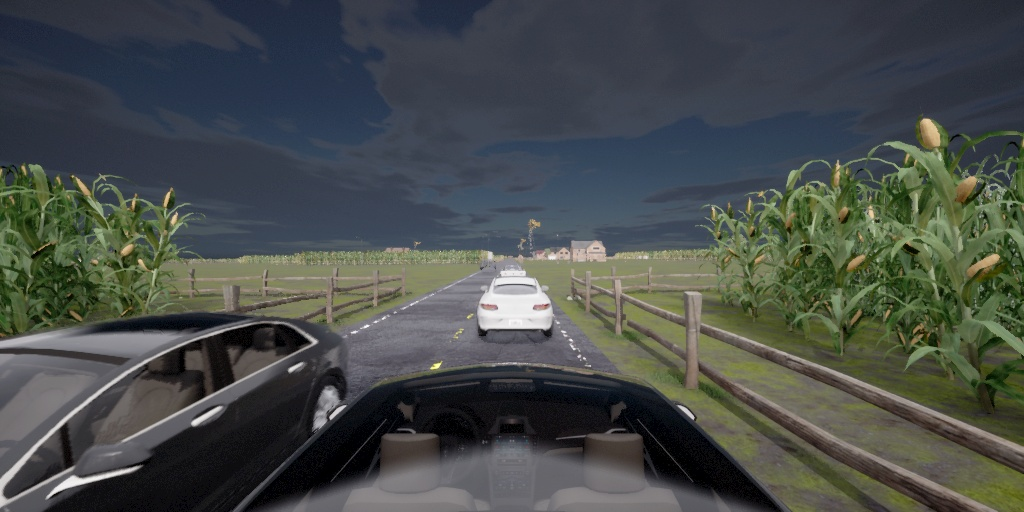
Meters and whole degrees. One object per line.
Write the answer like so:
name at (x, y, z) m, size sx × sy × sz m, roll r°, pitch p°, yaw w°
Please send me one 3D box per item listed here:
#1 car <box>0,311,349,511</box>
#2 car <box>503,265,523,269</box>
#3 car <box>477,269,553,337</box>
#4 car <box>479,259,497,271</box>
car at (-2.850, 1.255, 2.392) m, size 1.837 × 1.490 × 4.892 m, roll 0°, pitch 0°, yaw 0°
car at (0.072, 1.369, 28.594) m, size 1.895 × 1.301 × 4.718 m, roll 0°, pitch 0°, yaw -1°
car at (0.080, 1.278, 10.131) m, size 1.812 × 1.442 × 4.674 m, roll 0°, pitch 0°, yaw 0°
car at (-2.795, 0.993, 43.373) m, size 1.994 × 1.385 × 4.181 m, roll 0°, pitch 0°, yaw 0°
